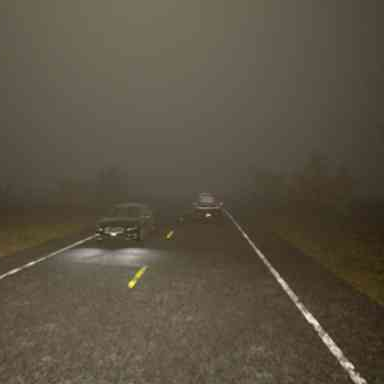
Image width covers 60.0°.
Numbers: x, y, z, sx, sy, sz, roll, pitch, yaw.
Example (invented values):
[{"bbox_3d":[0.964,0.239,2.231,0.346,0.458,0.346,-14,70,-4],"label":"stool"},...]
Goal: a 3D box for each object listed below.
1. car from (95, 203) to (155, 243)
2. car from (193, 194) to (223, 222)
[{"bbox_3d":[-2.848,1.306,14.947,1.837,1.490,4.892,-1,1,3],"label":"car"},{"bbox_3d":[1.076,1.134,22.318,2.128,1.511,4.902,-1,1,2],"label":"car"}]
